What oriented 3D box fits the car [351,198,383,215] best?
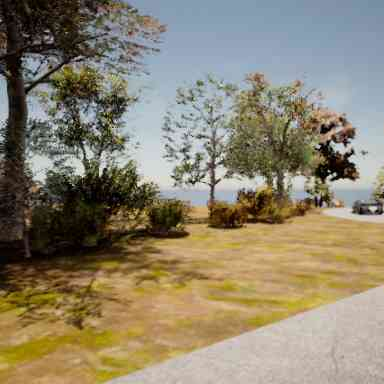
[{"bbox_3d":[16.162,1.296,30.879,2.128,1.511,4.902,0,0,15],"label":"car"}]
